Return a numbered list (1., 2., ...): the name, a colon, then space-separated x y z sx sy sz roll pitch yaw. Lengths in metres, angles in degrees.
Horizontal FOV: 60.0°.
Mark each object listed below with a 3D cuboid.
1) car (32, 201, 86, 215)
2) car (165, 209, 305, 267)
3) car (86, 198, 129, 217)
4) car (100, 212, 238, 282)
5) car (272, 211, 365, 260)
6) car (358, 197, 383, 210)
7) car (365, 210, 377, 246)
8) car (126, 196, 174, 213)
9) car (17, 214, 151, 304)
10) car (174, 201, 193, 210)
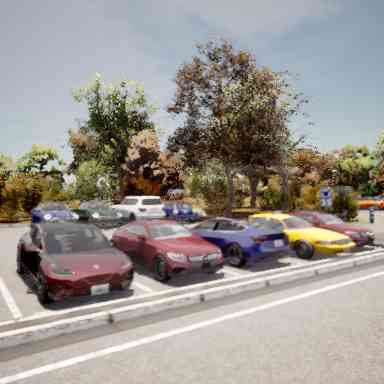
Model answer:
1. car: -8.662 1.428 20.947 2.185 1.767 4.553 0 0 -35
2. car: 1.273 1.597 11.953 2.163 1.488 4.792 0 0 -35
3. car: -6.390 1.441 22.556 2.185 1.767 4.553 0 0 -35
4. car: -0.983 1.594 10.322 2.002 1.452 4.674 0 0 -35
5. car: 3.668 1.577 13.387 1.946 1.575 5.366 0 0 -35
6. car: 22.014 1.399 42.203 2.185 1.767 4.553 0 0 -35
7. car: 5.708 1.633 15.077 2.002 1.452 4.674 0 -1 -35
8. car: -4.013 1.329 24.237 2.435 2.045 5.566 0 0 -35
9. car: -3.235 1.570 8.688 2.163 1.488 4.792 0 0 -35
10. car: -1.706 1.468 25.798 2.185 1.767 4.553 0 0 -35
